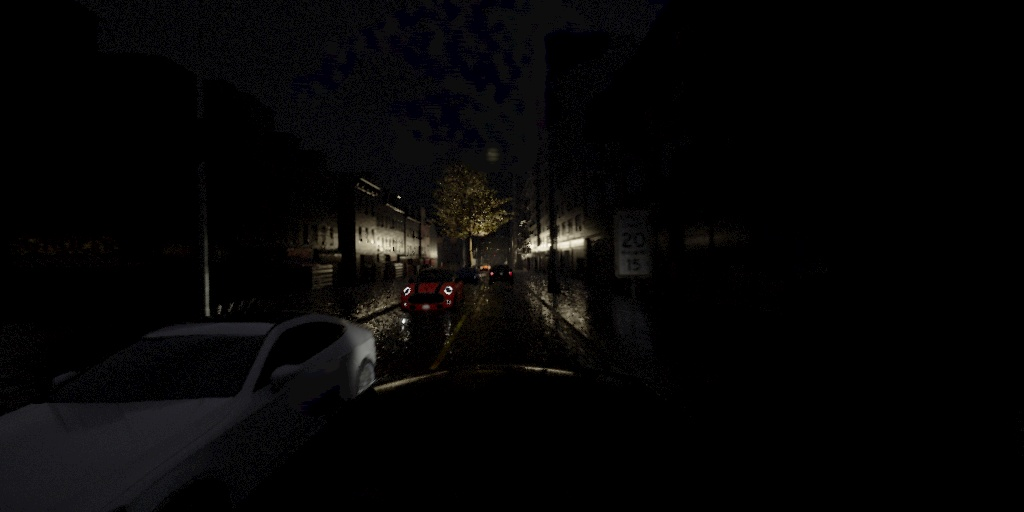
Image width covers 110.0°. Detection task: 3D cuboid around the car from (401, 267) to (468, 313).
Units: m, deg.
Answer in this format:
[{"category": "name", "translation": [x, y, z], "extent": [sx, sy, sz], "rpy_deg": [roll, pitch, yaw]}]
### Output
[{"category": "car", "translation": [-3.281, 1.344, 15.552], "extent": [2.097, 1.767, 4.553], "rpy_deg": [-1, -1, -2]}]

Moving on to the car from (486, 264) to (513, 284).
[{"category": "car", "translation": [-0.998, 1.579, 32.706], "extent": [2.097, 1.767, 4.553], "rpy_deg": [-1, -1, -2]}]

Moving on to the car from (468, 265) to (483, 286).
[{"category": "car", "translation": [-3.848, 1.731, 31.141], "extent": [1.882, 1.535, 5.008], "rpy_deg": [-1, -1, -2]}]

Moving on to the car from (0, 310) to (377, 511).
[{"category": "car", "translation": [-2.812, 1.349, 3.549], "extent": [1.812, 1.442, 4.674], "rpy_deg": [-1, -1, -2]}]
